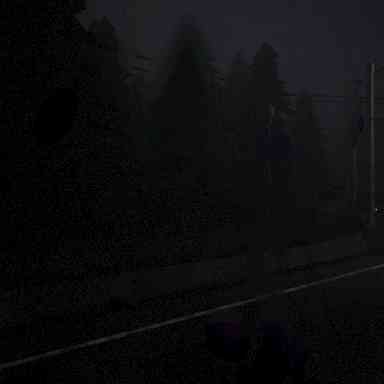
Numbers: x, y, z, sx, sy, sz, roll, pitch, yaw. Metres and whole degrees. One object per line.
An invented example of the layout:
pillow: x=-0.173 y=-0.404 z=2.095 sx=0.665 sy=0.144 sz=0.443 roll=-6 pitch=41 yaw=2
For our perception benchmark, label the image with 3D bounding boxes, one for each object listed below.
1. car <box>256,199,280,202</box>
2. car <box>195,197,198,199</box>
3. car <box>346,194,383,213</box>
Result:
car: x=11.548 y=1.548 z=49.685 sx=2.033 sy=1.411 sz=5.357 roll=0 pitch=0 yaw=-38
car: x=0.391 y=1.504 z=64.920 sx=4.892 sy=1.490 sz=1.837 roll=0 pitch=0 yaw=29
car: x=18.050 y=1.221 z=34.025 sx=2.150 sy=2.045 sz=5.566 roll=0 pitch=0 yaw=-6
